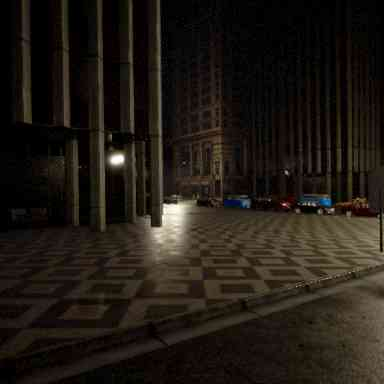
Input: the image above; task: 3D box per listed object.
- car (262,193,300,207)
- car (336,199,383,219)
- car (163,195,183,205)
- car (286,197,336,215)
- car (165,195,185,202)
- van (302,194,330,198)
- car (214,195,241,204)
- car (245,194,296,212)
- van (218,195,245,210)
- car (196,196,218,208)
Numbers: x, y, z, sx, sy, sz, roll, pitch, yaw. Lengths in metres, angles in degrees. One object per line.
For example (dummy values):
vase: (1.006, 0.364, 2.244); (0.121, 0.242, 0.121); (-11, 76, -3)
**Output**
car: (12.566, 1.130, 47.313); (2.192, 1.841, 5.009); (-1, 1, -36)
car: (15.331, 1.567, 28.892); (1.887, 1.381, 4.507); (-1, 1, -36)
car: (-4.054, 1.439, 55.786); (2.008, 1.369, 4.403); (-1, 1, -36)
car: (12.100, 1.549, 33.375); (2.008, 1.369, 4.403); (-1, 1, -36)
car: (-3.576, 1.258, 69.731); (2.008, 1.369, 4.403); (-1, 1, -36)
van: (15.795, 1.179, 42.830); (1.690, 1.788, 3.998); (-1, 1, -36)
car: (6.011, 1.297, 56.419); (1.752, 1.417, 4.829); (-1, 1, -36)
car: (8.868, 1.290, 37.855); (2.192, 1.841, 5.009); (-1, 1, -36)
van: (5.636, 1.294, 42.338); (1.690, 1.788, 3.998); (-1, 1, -36)
car: (2.407, 1.372, 46.820); (1.967, 1.590, 4.097); (-1, 1, -36)
